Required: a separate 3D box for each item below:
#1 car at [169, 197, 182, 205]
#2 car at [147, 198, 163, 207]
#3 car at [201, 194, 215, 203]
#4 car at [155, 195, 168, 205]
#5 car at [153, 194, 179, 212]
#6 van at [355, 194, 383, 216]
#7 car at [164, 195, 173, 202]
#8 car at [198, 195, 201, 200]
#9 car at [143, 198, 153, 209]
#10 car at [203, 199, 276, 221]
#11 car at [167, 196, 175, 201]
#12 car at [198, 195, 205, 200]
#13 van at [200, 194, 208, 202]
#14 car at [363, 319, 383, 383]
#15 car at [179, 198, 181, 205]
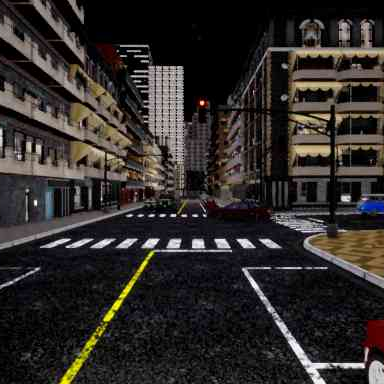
[{"bbox_3d":[-2.991,1.568,60.544,2.033,1.411,5.357,0,0,1],"label":"car"},{"bbox_3d":[-5.633,1.579,50.820,1.947,1.339,4.313,0,0,0],"label":"car"},{"bbox_3d":[2.746,1.454,50.805,1.967,1.590,4.097,-1,0,0],"label":"car"},{"bbox_3d":[-5.620,1.462,61.876,1.967,1.590,4.097,-1,0,0],"label":"car"},{"bbox_3d":[-3.049,1.228,40.077,2.150,2.045,5.566,0,0,0],"label":"car"},{"bbox_3d":[15.675,1.035,27.360,3.998,1.788,1.690,-1,1,-1],"label":"van"},{"bbox_3d":[-5.598,1.562,78.290,1.752,1.417,4.829,-1,0,0],"label":"car"},{"bbox_3d":[2.769,1.577,67.388,2.008,1.369,4.403,-1,0,0],"label":"car"},{"bbox_3d":[-5.640,1.560,45.293,2.008,1.369,4.403,0,0,0],"label":"car"},{"bbox_3d":[3.878,1.528,26.553,5.357,1.411,2.033,-1,0,27],"label":"car"},{"bbox_3d":[-5.583,1.632,89.516,1.802,1.307,4.206,-1,0,0],"label":"car"},{"bbox_3d":[2.804,1.601,95.028,1.887,1.381,4.507,-1,0,0],"label":"car"},{"bbox_3d":[2.781,1.378,78.444,1.690,1.788,3.998,-1,0,0],"label":"van"},{"bbox_3d":[2.684,1.544,1.805,1.887,1.381,4.507,0,0,0],"label":"car"},{"bbox_3d":[-3.027,1.539,50.322,1.812,1.442,4.674,0,0,0],"label":"car"}]
